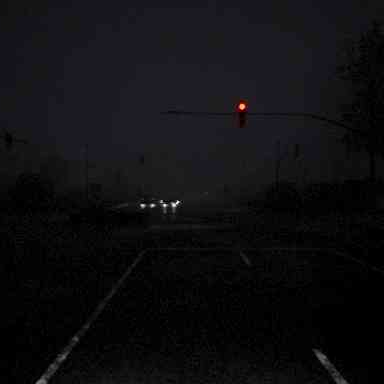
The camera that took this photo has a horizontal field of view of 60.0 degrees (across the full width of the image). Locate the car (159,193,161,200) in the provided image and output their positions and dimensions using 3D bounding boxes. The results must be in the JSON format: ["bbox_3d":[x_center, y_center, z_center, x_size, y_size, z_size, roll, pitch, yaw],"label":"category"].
[{"bbox_3d":[-7.016,0.965,69.804,2.097,1.767,4.553,0,0,0],"label":"car"}]

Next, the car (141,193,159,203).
[{"bbox_3d":[-7.083,1.045,54.681,2.097,1.767,4.553,0,0,0],"label":"car"}]

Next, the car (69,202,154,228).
[{"bbox_3d":[-4.988,1.487,20.754,4.718,1.301,1.895,0,0,3],"label":"car"}]

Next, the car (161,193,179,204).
[{"bbox_3d":[-3.583,1.220,54.583,1.812,1.442,4.674,0,0,0],"label":"car"}]
